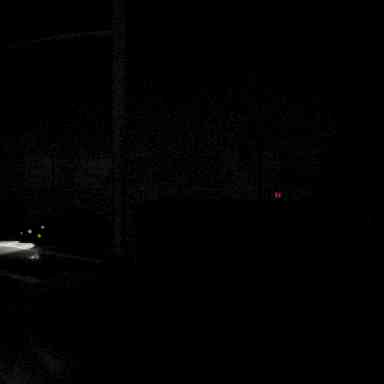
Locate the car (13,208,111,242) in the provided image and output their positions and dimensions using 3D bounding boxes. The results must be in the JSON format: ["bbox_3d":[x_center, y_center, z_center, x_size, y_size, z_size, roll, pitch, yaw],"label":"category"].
[{"bbox_3d":[-6.059,1.564,16.390,1.994,1.385,4.181,0,0,35],"label":"car"}]

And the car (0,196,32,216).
[{"bbox_3d":[-15.897,1.340,26.955,2.007,1.523,4.514,0,0,35],"label":"car"}]

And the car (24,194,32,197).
[{"bbox_3d":[-34.445,1.232,71.230,1.970,1.475,3.806,0,0,35],"label":"car"}]

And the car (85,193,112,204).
[{"bbox_3d":[-15.963,1.097,59.059,1.932,1.855,4.605,0,0,35],"label":"car"}]

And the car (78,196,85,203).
[{"bbox_3d":[-18.573,1.077,60.400,1.905,1.878,3.866,0,0,35],"label":"car"}]

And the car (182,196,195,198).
[{"bbox_3d":[-0.870,1.374,48.215,1.845,1.501,3.633,0,0,35],"label":"car"}]

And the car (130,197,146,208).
[{"bbox_3d":[-7.589,1.384,43.878,1.970,1.475,3.806,0,0,35],"label":"car"}]

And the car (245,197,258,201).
[{"bbox_3d":[5.376,1.353,32.870,2.097,1.767,4.553,0,0,35],"label":"car"}]

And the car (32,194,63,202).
[{"bbox_3d":[-29.019,1.154,67.788,2.152,1.636,5.027,0,0,35],"label":"car"}]
